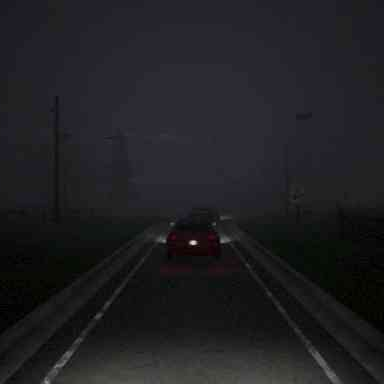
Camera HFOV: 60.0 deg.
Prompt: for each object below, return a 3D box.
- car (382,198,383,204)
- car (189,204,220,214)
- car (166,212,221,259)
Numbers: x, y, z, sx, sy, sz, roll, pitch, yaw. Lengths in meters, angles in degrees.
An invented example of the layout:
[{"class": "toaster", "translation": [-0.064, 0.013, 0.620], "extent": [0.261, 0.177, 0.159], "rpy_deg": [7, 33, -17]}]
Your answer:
[{"class": "car", "translation": [47.068, 1.997, 77.829], "extent": [5.566, 2.045, 2.150], "rpy_deg": [0, -1, -25]}, {"class": "car", "translation": [1.126, 1.778, 27.904], "extent": [2.128, 1.511, 4.902], "rpy_deg": [0, 0, 16]}, {"class": "car", "translation": [0.058, 1.701, 13.236], "extent": [1.994, 1.385, 4.181], "rpy_deg": [0, 0, 1]}]
